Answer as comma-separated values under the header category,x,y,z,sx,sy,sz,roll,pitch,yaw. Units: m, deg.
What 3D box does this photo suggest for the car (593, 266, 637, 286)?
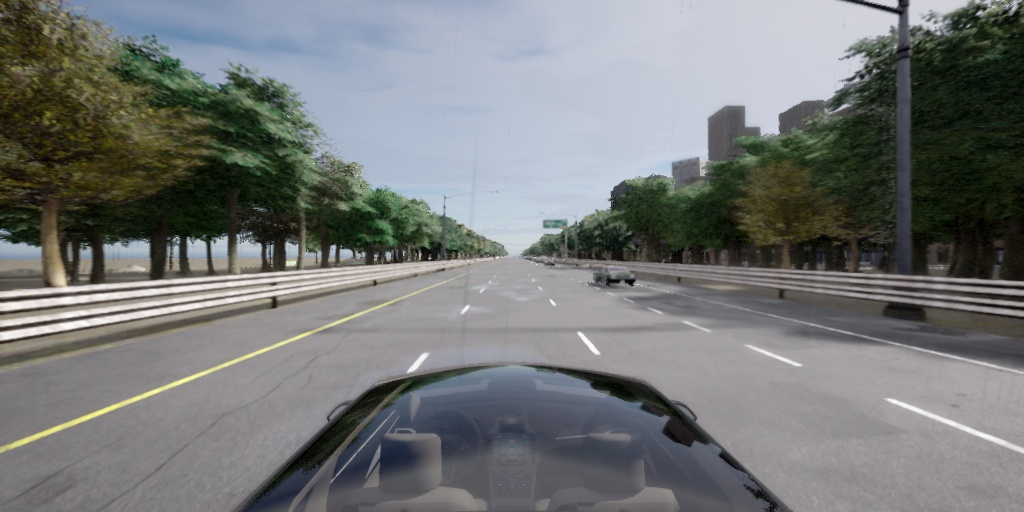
category,x,y,z,sx,sy,sz,roll,pitch,yaw
car,7.027,1.366,25.052,1.895,1.301,4.718,0,0,0
